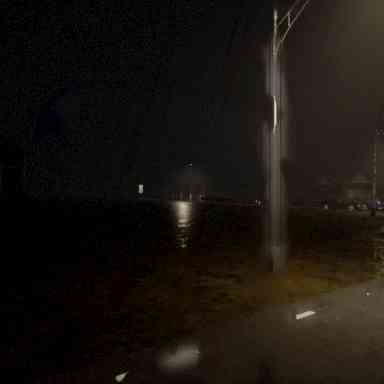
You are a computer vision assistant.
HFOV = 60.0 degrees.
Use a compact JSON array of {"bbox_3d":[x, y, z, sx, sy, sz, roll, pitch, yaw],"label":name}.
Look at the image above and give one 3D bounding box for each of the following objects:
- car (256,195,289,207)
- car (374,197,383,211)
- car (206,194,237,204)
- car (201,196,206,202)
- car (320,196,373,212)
[{"bbox_3d":[10.653,1.177,44.268,1.837,1.490,4.892,2,0,-35],"label":"car"},{"bbox_3d":[19.358,1.242,38.435,2.097,1.767,4.553,2,-1,-36],"label":"car"},{"bbox_3d":[4.891,1.174,52.417,1.895,1.301,4.718,2,-1,-35],"label":"car"},{"bbox_3d":[3.601,1.093,60.629,1.882,1.535,5.008,2,0,-35],"label":"car"},{"bbox_3d":[16.400,1.292,36.148,1.837,1.490,4.892,2,0,-35],"label":"car"}]
